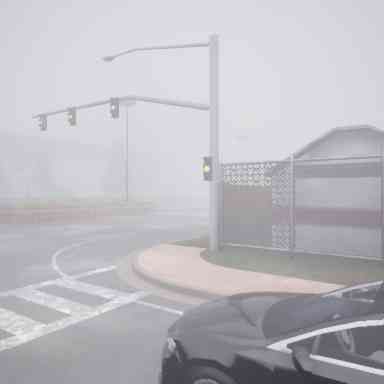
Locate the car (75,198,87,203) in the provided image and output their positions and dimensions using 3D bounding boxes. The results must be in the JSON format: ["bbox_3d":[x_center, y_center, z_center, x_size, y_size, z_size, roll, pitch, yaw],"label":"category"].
[{"bbox_3d":[-15.129,1.505,40.870,1.837,1.490,4.892,0,0,34],"label":"car"}]

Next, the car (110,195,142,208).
[{"bbox_3d":[-9.682,1.352,49.006,2.097,1.767,4.553,0,0,34],"label":"car"}]

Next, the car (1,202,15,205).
[{"bbox_3d":[-20.372,1.547,33.028,2.033,1.411,5.357,0,0,34],"label":"car"}]

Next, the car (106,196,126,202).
[{"bbox_3d":[-9.787,1.547,42.562,2.033,1.411,5.357,0,0,34],"label":"car"}]

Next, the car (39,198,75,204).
[{"bbox_3d":[-14.946,1.564,34.849,1.994,1.385,4.181,0,0,34],"label":"car"}]

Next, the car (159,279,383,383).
[{"bbox_3d":[1.903,1.489,2.655,4.902,1.511,2.128,0,0,36],"label":"car"}]
